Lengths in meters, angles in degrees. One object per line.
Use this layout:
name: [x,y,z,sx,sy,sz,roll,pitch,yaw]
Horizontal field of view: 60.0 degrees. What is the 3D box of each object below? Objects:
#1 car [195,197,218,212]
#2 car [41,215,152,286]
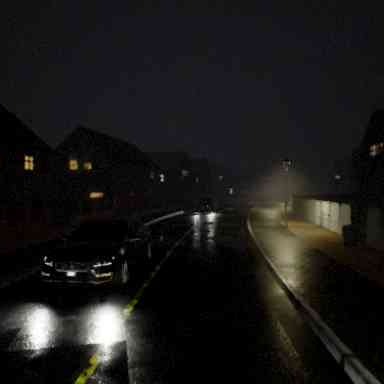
car: [1.651,1.309,35.728,1.837,1.490,4.892,0,0,14]
car: [-2.371,1.482,9.457,1.837,1.490,4.892,0,0,5]
